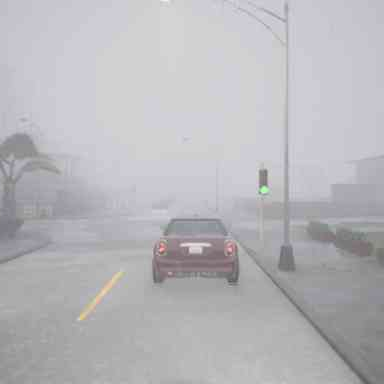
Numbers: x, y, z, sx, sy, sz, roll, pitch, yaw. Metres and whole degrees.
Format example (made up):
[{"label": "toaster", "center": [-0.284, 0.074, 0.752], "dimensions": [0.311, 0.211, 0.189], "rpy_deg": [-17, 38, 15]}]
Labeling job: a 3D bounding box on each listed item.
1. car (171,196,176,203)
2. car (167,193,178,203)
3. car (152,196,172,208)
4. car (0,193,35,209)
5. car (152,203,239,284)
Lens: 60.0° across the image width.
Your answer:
[{"label": "car", "center": [-4.005, 1.663, 53.396], "dimensions": [1.895, 1.301, 4.718], "rpy_deg": [0, 0, 0]}, {"label": "car", "center": [-3.925, 1.296, 63.790], "dimensions": [2.150, 2.045, 5.566], "rpy_deg": [0, 0, 1]}, {"label": "car", "center": [-4.038, 1.615, 43.494], "dimensions": [1.994, 1.385, 4.181], "rpy_deg": [0, 0, 0]}, {"label": "car", "center": [-19.707, 1.028, 37.562], "dimensions": [1.905, 1.878, 3.866], "rpy_deg": [0, 0, 35]}, {"label": "car", "center": [0.093, 1.364, 9.797], "dimensions": [2.097, 1.767, 4.553], "rpy_deg": [0, 0, 0]}]
